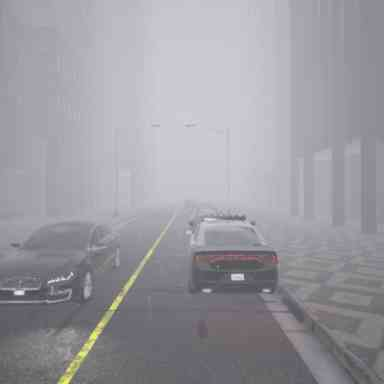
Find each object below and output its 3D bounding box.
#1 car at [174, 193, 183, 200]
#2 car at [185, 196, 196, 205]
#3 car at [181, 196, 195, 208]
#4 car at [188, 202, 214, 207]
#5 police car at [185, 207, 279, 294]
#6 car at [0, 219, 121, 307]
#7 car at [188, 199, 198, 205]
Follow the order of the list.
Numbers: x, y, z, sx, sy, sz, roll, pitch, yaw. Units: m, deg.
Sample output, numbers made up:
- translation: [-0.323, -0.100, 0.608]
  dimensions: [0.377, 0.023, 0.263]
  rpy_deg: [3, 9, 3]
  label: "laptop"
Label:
- translation: [-3.382, 1.445, 94.500]
  dimensions: [1.882, 1.535, 5.008]
  rpy_deg: [0, 0, 0]
  label: "car"
- translation: [-0.245, 1.451, 60.438]
  dimensions: [1.882, 1.535, 5.008]
  rpy_deg: [0, 0, 0]
  label: "car"
- translation: [-0.162, 1.504, 46.158]
  dimensions: [1.812, 1.442, 4.674]
  rpy_deg: [0, 0, 0]
  label: "car"
- translation: [0.825, 1.521, 18.848]
  dimensions: [1.812, 1.442, 4.674]
  rpy_deg: [0, 0, 0]
  label: "car"
- translation: [0.864, 1.425, 8.957]
  dimensions: [1.930, 1.638, 5.238]
  rpy_deg: [0, 0, 0]
  label: "police car"
- translation: [-3.033, 1.504, 8.247]
  dimensions: [1.837, 1.490, 4.892]
  rpy_deg: [0, 0, 0]
  label: "car"
- translation: [0.800, 1.496, 24.849]
  dimensions: [1.837, 1.490, 4.892]
  rpy_deg: [0, 0, 0]
  label: "car"
